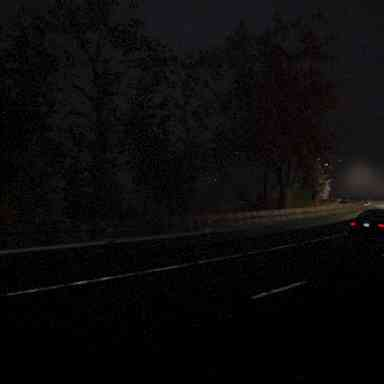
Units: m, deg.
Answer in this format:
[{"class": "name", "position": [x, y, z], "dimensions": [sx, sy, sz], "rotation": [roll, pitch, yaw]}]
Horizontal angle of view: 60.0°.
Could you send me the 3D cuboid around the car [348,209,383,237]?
[{"class": "car", "position": [9.849, 1.580, 17.239], "dimensions": [2.033, 1.411, 5.357], "rotation": [0, 0, 44]}]
